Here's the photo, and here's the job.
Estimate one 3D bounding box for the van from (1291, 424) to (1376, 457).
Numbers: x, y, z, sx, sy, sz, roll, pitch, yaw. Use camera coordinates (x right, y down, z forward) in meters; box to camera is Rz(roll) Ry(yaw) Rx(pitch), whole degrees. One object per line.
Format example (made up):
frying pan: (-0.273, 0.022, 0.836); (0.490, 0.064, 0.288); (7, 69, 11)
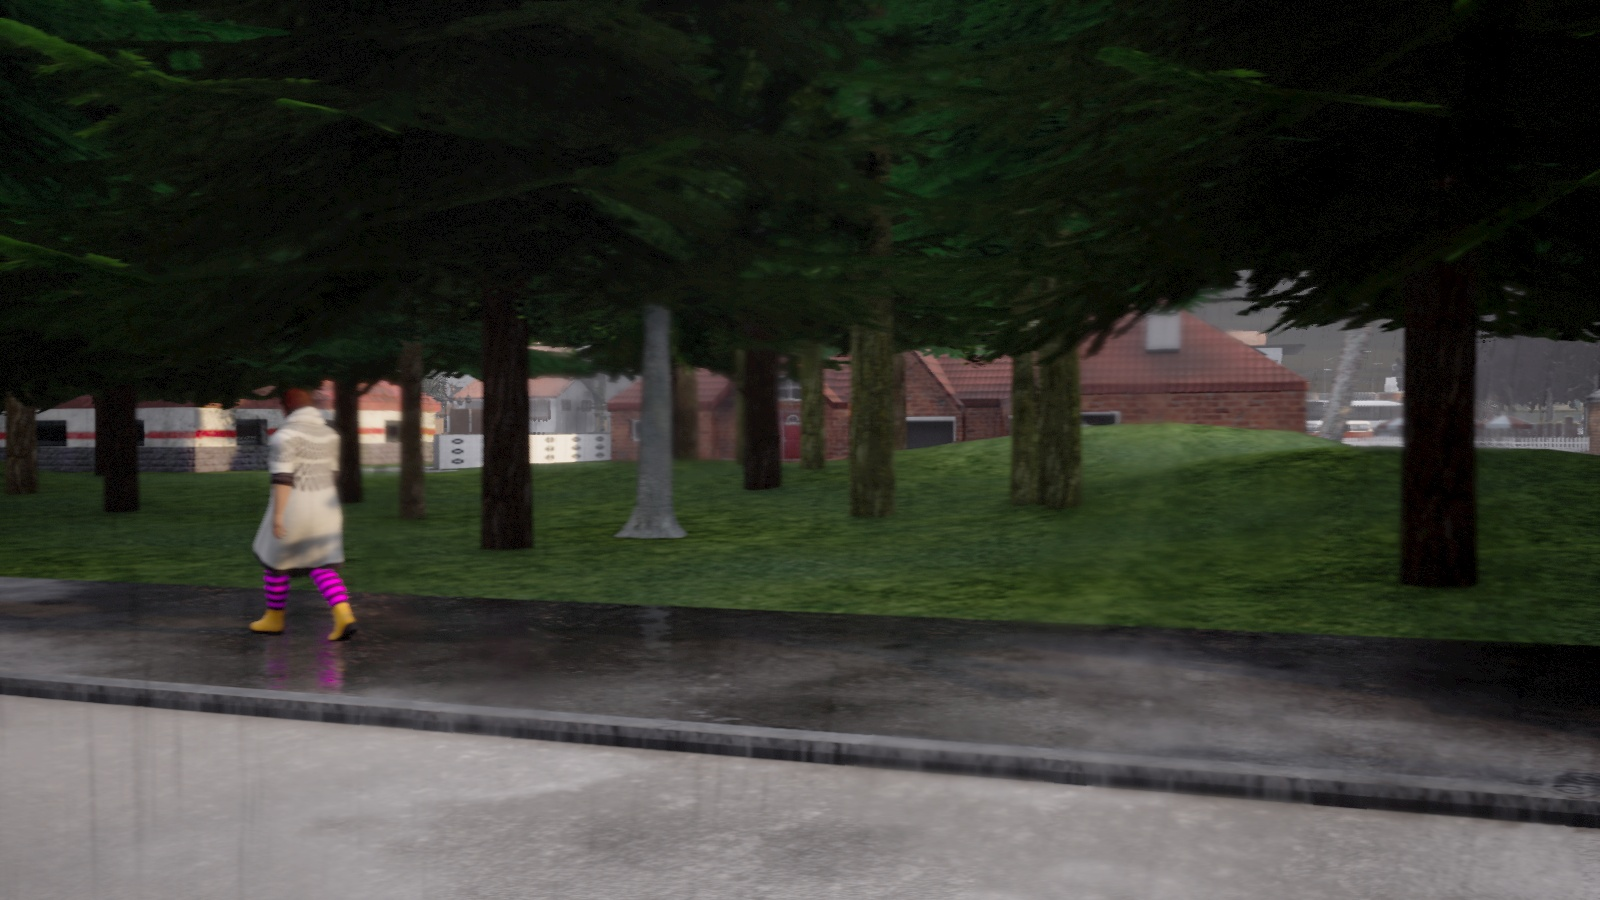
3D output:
van: (33.788, -0.607, 79.602); (4.480, 2.038, 2.069); (0, 2, -9)

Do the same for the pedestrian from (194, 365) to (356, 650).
pedestrian: (-3.787, 0.386, 9.072); (0.873, 1.952, 0.659); (1, 1, 26)
